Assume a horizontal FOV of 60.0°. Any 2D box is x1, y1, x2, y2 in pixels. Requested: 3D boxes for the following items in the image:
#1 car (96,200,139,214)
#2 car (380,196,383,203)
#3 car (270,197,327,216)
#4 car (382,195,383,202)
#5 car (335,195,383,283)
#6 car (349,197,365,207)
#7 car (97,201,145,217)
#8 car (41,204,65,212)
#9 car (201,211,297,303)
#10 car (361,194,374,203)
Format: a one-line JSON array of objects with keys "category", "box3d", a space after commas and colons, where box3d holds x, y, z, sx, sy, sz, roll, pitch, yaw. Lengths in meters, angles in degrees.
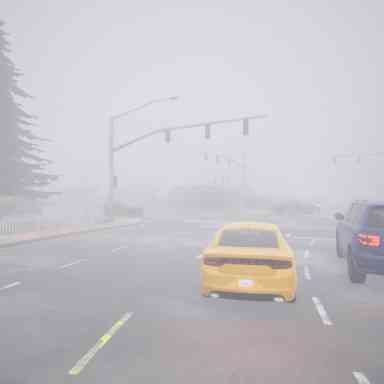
[{"category": "car", "box3d": [-8.451, 1.656, 37.475, 4.718, 1.301, 1.895, 0, 0, 32]}, {"category": "car", "box3d": [40.376, 1.539, 69.235, 2.033, 1.411, 5.357, 0, 0, 31]}, {"category": "car", "box3d": [9.986, 1.521, 32.132, 5.008, 1.535, 1.882, 0, 1, -15]}, {"category": "car", "box3d": [45.735, 1.477, 78.024, 1.882, 1.535, 5.008, 0, 0, 31]}, {"category": "car", "box3d": [5.436, 1.221, 9.406, 2.150, 2.045, 5.566, 0, 0, 19]}, {"category": "car", "box3d": [25.354, 1.525, 51.126, 1.812, 1.442, 4.674, 0, 0, 31]}, {"category": "car", "box3d": [-6.844, 1.656, 32.362, 4.718, 1.301, 1.895, 0, 0, 32]}, {"category": "car", "box3d": [-16.380, 1.581, 38.294, 4.674, 1.442, 1.812, 0, 0, 32]}, {"category": "car", "box3d": [1.475, 1.478, 8.368, 1.882, 1.535, 5.008, 0, 0, 12]}, {"category": "car", "box3d": [38.244, 1.355, 72.460, 2.097, 1.767, 4.553, 0, 0, 31]}]
